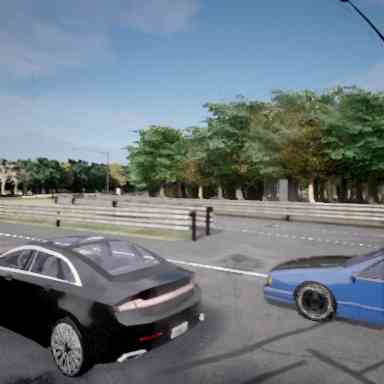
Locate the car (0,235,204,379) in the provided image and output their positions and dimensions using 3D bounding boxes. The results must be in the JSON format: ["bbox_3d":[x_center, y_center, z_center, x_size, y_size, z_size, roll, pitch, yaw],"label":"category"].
[{"bbox_3d":[-2.116,1.489,5.535,4.902,1.511,2.128,0,0,36],"label":"car"}]

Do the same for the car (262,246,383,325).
[{"bbox_3d":[3.961,1.549,5.476,5.357,1.411,2.033,0,0,36],"label":"car"}]
